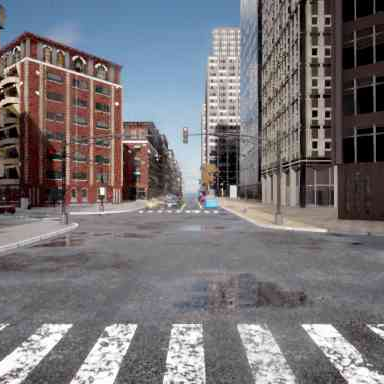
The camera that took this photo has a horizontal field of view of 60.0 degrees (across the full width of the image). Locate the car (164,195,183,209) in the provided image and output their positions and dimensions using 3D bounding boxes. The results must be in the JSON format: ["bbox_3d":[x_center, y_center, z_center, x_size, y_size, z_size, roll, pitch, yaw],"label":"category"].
[{"bbox_3d":[-2.807,1.537,45.974,2.128,1.511,4.902,0,0,2],"label":"car"}]

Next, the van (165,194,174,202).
[{"bbox_3d":[-5.302,1.474,79.099,1.690,1.788,3.998,0,0,0],"label":"van"}]

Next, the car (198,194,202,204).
[{"bbox_3d":[2.576,1.644,67.993,1.887,1.381,4.507,0,0,0],"label":"car"}]

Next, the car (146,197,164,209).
[{"bbox_3d":[-5.306,1.570,45.615,1.752,1.417,4.829,0,0,0],"label":"car"}]

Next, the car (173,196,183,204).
[{"bbox_3d":[-2.766,1.621,66.428,1.812,1.442,4.674,0,0,1],"label":"car"}]

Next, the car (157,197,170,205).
[{"bbox_3d":[-5.305,1.650,62.443,1.947,1.339,4.313,0,0,0],"label":"car"}]

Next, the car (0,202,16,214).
[{"bbox_3d":[-21.141,1.790,36.459,4.718,1.301,1.895,-1,-1,41],"label":"car"}]

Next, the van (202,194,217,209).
[{"bbox_3d":[2.575,1.386,45.784,1.690,1.788,3.998,0,0,0],"label":"van"}]

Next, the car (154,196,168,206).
[{"bbox_3d":[-5.305,1.510,56.891,1.967,1.590,4.097,0,0,0],"label":"car"}]
